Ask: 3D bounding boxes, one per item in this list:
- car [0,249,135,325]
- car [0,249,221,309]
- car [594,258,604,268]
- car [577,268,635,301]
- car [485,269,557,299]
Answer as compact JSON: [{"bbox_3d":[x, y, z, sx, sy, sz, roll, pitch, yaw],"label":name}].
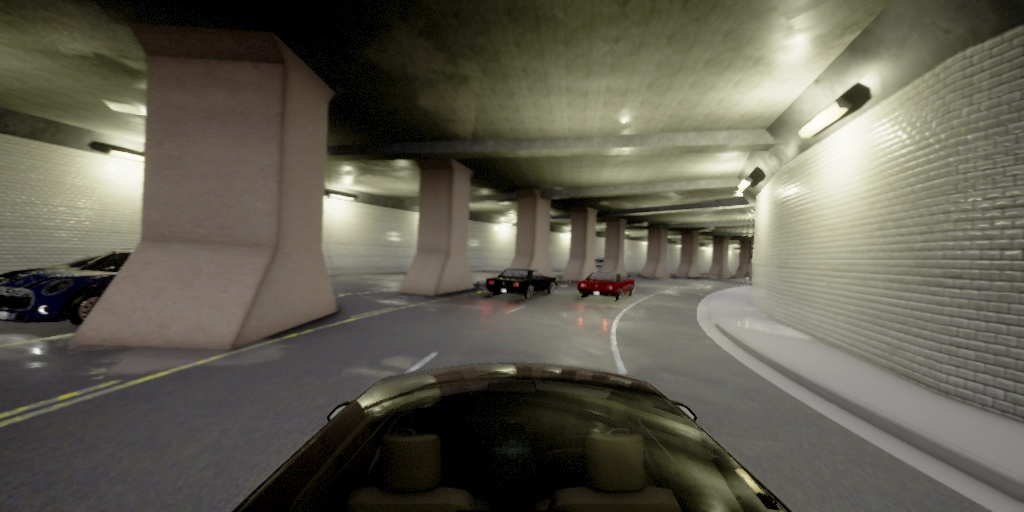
[{"bbox_3d":[-9.687,0.600,9.365,2.097,1.767,4.553,3,0,13],"label":"car"},{"bbox_3d":[-12.758,0.596,11.709,1.837,1.490,4.892,2,0,14],"label":"car"},{"bbox_3d":[10.933,1.211,43.688,5.566,2.045,2.150,2,0,-44],"label":"car"},{"bbox_3d":[5.005,1.476,18.506,1.895,1.301,4.718,3,0,30],"label":"car"},{"bbox_3d":[0.645,1.277,17.731,1.895,1.301,4.718,3,0,27],"label":"car"}]
